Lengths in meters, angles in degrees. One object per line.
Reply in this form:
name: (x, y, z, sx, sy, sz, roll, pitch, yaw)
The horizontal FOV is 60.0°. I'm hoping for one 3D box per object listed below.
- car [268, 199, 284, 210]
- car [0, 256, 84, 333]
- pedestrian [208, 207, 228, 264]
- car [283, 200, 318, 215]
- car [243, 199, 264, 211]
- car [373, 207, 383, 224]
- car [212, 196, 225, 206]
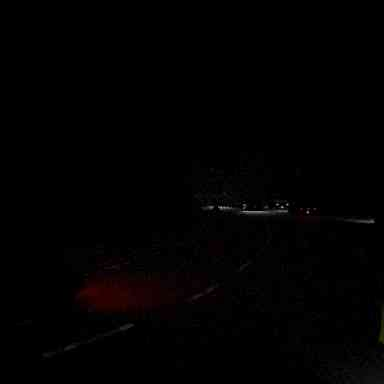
car: (11.223, 1.601, 43.381, 1.895, 1.301, 4.718, 0, 0, 2)
car: (-4.277, 1.601, 5.091, 4.718, 1.301, 1.895, 0, 0, -42)
pedestrian: (0.819, 1.294, 10.399, 0.375, 1.860, 0.375, 0, 0, 24)
car: (10.935, 1.601, 33.359, 1.895, 1.301, 4.718, 0, 0, 2)
car: (7.471, 1.564, 40.852, 1.994, 1.385, 4.181, 0, 0, 1)
car: (13.696, 1.505, 21.944, 1.837, 1.490, 4.892, 0, 0, 8)
car: (4.372, 1.492, 55.063, 2.128, 1.511, 4.902, 0, 0, 2)
